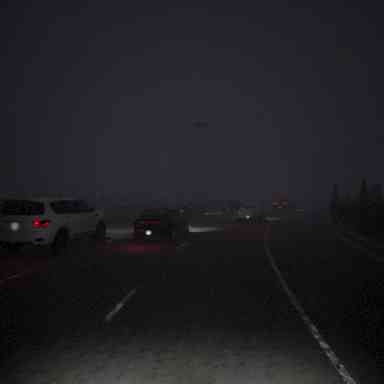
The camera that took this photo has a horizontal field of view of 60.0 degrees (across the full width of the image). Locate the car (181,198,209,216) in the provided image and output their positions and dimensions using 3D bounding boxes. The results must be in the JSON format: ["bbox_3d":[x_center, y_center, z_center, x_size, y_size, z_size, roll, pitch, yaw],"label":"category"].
[{"bbox_3d":[-0.135,1.580,33.042,1.812,1.442,4.674,0,0,21],"label":"car"}]

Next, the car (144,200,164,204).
[{"bbox_3d":[-4.662,1.650,40.580,1.994,1.385,4.181,0,0,25],"label":"car"}]

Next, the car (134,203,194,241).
[{"bbox_3d":[-1.408,1.516,16.865,1.837,1.490,4.892,0,0,12],"label":"car"}]

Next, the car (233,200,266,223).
[{"bbox_3d":[4.695,1.558,25.957,1.812,1.442,4.674,0,0,18],"label":"car"}]

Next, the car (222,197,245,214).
[{"bbox_3d":[4.667,1.553,35.355,2.128,1.511,4.902,0,0,24],"label":"car"}]

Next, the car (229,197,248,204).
[{"bbox_3d":[9.579,1.709,68.179,1.994,1.385,4.181,0,-1,42],"label":"car"}]

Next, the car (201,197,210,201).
[{"bbox_3d":[1.847,1.763,64.475,1.812,1.442,4.674,-1,-1,38],"label":"car"}]

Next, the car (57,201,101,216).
[{"bbox_3d":[-11.318,1.617,33.607,1.994,1.385,4.181,0,0,20],"label":"car"}]

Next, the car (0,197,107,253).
[{"bbox_3d":[-5.554,1.222,13.923,2.150,2.045,5.566,0,0,9],"label":"car"}]

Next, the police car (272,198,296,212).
[{"bbox_3d":[11.435,1.581,40.855,2.038,1.542,4.974,0,-1,29],"label":"police car"}]
